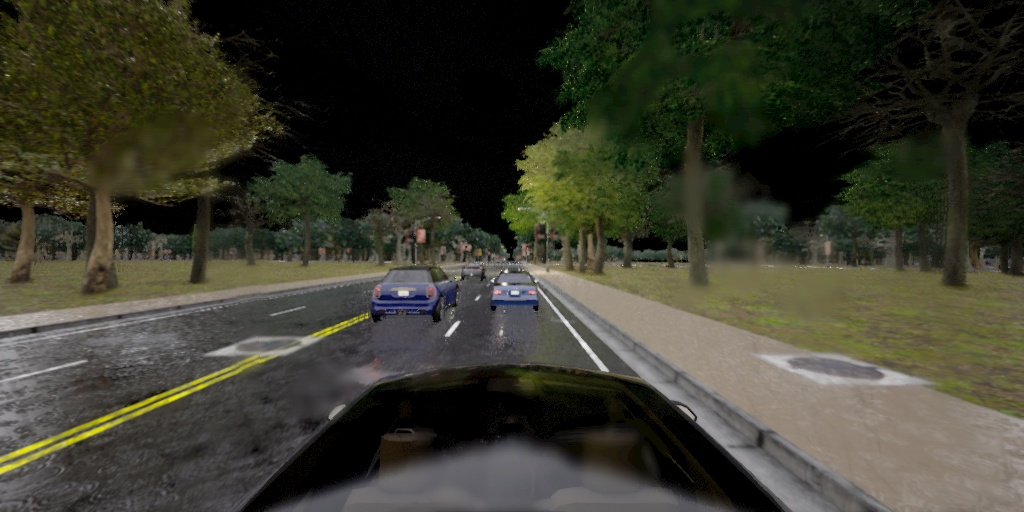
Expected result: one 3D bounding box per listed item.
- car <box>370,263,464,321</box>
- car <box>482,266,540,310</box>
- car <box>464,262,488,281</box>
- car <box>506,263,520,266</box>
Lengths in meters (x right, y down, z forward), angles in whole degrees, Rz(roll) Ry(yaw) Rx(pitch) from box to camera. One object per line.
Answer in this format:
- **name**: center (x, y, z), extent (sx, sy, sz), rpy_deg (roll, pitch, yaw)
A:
- **car**: center (-3.150, 1.104, 12.534), extent (2.097, 1.767, 4.553), rpy_deg (0, 0, 0)
- **car**: center (0.100, 1.301, 14.698), extent (2.033, 1.411, 5.357), rpy_deg (0, 0, 0)
- **car**: center (-3.150, 1.276, 30.378), extent (2.128, 1.511, 4.902), rpy_deg (0, 0, 0)
- **car**: center (0.099, 1.419, 38.218), extent (1.895, 1.301, 4.718), rpy_deg (0, 0, 0)
